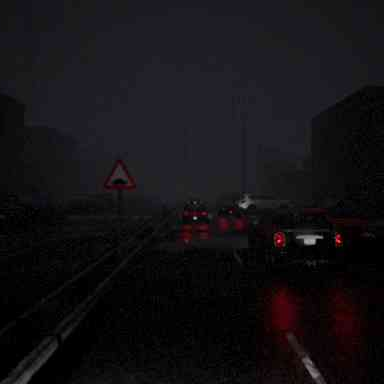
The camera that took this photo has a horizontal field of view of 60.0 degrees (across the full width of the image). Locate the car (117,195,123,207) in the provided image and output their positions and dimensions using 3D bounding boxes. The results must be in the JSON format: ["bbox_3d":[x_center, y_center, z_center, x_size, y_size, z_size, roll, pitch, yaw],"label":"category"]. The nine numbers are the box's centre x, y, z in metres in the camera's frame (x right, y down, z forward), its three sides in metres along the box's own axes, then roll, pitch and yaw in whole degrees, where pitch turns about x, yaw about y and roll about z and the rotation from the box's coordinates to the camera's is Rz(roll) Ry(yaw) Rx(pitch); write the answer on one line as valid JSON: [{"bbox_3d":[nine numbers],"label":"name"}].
[{"bbox_3d":[-12.321,1.433,45.569,4.674,1.452,2.002,0,0,0],"label":"car"}]

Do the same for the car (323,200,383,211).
[{"bbox_3d":[7.688,1.352,13.868,4.553,1.767,2.185,0,0,0],"label":"car"}]

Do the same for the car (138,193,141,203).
[{"bbox_3d":[-12.231,1.359,59.464,4.892,1.521,2.231,0,0,0],"label":"car"}]

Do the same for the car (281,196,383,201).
[{"bbox_3d":[7.707,1.226,16.625,5.566,2.045,2.435,0,0,0],"label":"car"}]

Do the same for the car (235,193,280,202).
[{"bbox_3d":[7.877,1.202,35.929,5.566,2.045,2.435,0,0,0],"label":"car"}]

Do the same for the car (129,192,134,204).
[{"bbox_3d":[-12.294,1.245,53.906,4.553,1.767,2.185,0,0,0],"label":"car"}]

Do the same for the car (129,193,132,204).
[{"bbox_3d":[-12.276,1.378,51.127,5.008,1.535,2.097,0,0,0],"label":"car"}]

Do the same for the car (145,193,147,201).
[{"bbox_3d":[-12.167,1.385,67.802,4.674,1.452,2.002,0,0,0],"label":"car"}]

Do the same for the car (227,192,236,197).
[{"bbox_3d":[7.926,1.179,44.203,5.566,2.045,2.435,0,0,0],"label":"car"}]

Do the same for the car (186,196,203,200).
[{"bbox_3d":[0.343,1.308,41.992,2.097,1.767,4.553,0,0,0],"label":"car"}]

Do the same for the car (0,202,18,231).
[{"bbox_3d":[-12.509,1.450,17.774,5.008,1.535,2.097,0,0,0],"label":"car"}]

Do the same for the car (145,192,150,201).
[{"bbox_3d":[-12.145,1.345,70.580,4.892,1.521,2.231,0,0,0],"label":"car"}]

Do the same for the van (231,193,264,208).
[{"bbox_3d":[7.798,1.196,46.962,4.442,1.987,1.878,0,0,0],"label":"van"}]

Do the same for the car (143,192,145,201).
[{"bbox_3d":[-12.157,1.223,65.022,4.553,1.767,2.185,0,0,0],"label":"car"}]

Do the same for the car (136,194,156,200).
[{"bbox_3d":[-12.033,1.358,87.253,4.892,1.521,2.231,0,0,0],"label":"car"}]

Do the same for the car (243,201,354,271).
[{"bbox_3d":[3.162,1.349,11.014,2.097,1.767,4.553,0,0,0],"label":"car"}]

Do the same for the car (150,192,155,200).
[{"bbox_3d":[-12.085,1.092,76.138,5.566,2.045,2.435,0,0,0],"label":"car"}]

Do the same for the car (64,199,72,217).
[{"bbox_3d":[-12.419,1.466,26.113,4.792,1.488,2.163,0,0,0],"label":"car"}]

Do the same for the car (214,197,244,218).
[{"bbox_3d":[3.281,1.510,30.325,1.812,1.442,4.674,0,0,1],"label":"car"}]

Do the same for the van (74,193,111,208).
[{"bbox_3d":[-12.472,1.181,40.010,4.442,1.987,1.878,0,0,0],"label":"van"}]

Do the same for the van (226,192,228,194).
[{"bbox_3d":[8.064,1.178,52.476,4.442,1.987,1.878,0,0,0],"label":"van"}]

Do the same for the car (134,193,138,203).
[{"bbox_3d":[-12.239,1.364,56.687,5.008,1.535,2.097,0,0,0],"label":"car"}]

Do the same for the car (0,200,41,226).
[{"bbox_3d":[-12.479,1.447,20.553,4.892,1.521,2.231,0,0,0],"label":"car"}]

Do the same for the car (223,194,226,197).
[{"bbox_3d":[7.961,1.436,55.234,4.674,1.452,2.002,0,0,0],"label":"car"}]

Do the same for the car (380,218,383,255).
[{"bbox_3d":[7.684,1.517,8.352,4.674,1.452,2.002,0,0,0],"label":"car"}]

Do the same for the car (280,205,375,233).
[{"bbox_3d":[7.754,1.516,19.384,4.674,1.452,2.002,0,0,0],"label":"car"}]

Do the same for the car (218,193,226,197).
[{"bbox_3d":[7.794,1.385,57.993,5.366,1.575,1.946,0,0,0],"label":"car"}]

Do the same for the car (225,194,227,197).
[{"bbox_3d":[7.936,1.412,49.720,5.008,1.535,2.097,0,0,0],"label":"car"}]

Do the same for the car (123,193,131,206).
[{"bbox_3d":[-12.114,1.383,48.347,5.366,1.575,1.946,0,0,0],"label":"car"}]

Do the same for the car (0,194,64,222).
[{"bbox_3d":[-12.439,1.190,23.332,5.566,2.045,2.435,0,0,0],"label":"car"}]

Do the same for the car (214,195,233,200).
[{"bbox_3d":[8.139,1.409,85.563,4.674,1.452,2.002,0,0,0],"label":"car"}]

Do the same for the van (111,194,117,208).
[{"bbox_3d":[-12.453,1.175,42.789,4.442,1.987,1.878,0,0,0],"label":"van"}]

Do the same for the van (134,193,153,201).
[{"bbox_3d":[-11.960,1.122,81.695,4.442,1.987,1.878,0,0,0],"label":"van"}]

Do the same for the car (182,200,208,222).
[{"bbox_3d":[0.243,1.591,26.265,1.895,1.301,4.718,0,0,0],"label":"car"}]

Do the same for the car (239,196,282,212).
[{"bbox_3d":[7.895,1.321,38.564,4.553,1.767,2.185,0,0,0],"label":"car"}]

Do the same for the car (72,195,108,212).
[{"bbox_3d":[-12.368,1.415,37.230,4.892,1.521,2.231,0,0,0],"label":"car"}]

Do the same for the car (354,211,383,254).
[{"bbox_3d":[7.701,1.517,11.240,4.674,1.452,2.002,0,0,0],"label":"car"}]

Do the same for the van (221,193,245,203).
[{"bbox_3d":[8.145,1.146,66.262,4.442,1.987,1.878,0,0,0],"label":"van"}]

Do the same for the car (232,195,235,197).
[{"bbox_3d":[7.876,1.439,41.322,5.008,1.535,2.097,0,0,0],"label":"car"}]

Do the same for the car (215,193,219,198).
[{"bbox_3d":[8.073,1.116,69.020,5.566,2.045,2.435,0,0,0],"label":"car"}]

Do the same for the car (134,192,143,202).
[{"bbox_3d":[-12.176,1.226,62.241,4.553,1.767,2.185,0,0,0],"label":"car"}]

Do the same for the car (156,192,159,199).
[{"bbox_3d":[-12.030,1.100,84.473,5.566,2.045,2.435,0,0,0],"label":"car"}]
